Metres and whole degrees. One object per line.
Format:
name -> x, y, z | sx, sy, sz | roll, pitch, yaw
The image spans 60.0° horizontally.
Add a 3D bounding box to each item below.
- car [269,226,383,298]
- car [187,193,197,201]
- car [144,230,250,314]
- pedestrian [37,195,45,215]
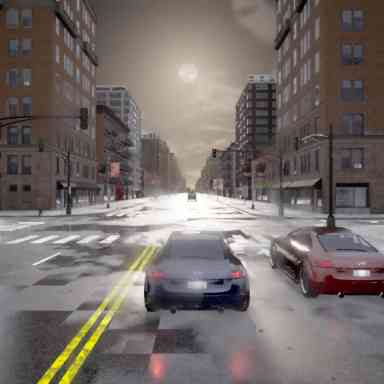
car -> 3.337, 1.564, 8.533 | 1.994, 1.385, 4.181 | 0, 0, 0
car -> -0.002, 1.212, 80.231 | 2.150, 2.045, 5.566 | 0, 0, 0
car -> 0.087, 1.564, 7.715 | 1.994, 1.385, 4.181 | 0, 0, 0
pedestrian -> -14.143, 1.170, 31.038 | 0.375, 1.860, 0.375 | 0, 0, 0
